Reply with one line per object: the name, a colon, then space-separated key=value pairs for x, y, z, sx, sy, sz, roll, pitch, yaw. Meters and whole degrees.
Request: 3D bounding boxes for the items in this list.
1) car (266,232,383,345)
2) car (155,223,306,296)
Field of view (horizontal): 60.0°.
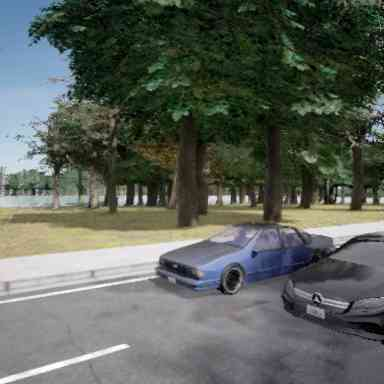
car: x=3.752 y=1.548 z=6.359 sx=4.674 sy=1.442 sz=1.812 roll=0 pitch=0 yaw=-35
car: x=1.730 y=1.569 z=8.910 sx=5.357 sy=1.411 sz=2.033 roll=0 pitch=0 yaw=-35
